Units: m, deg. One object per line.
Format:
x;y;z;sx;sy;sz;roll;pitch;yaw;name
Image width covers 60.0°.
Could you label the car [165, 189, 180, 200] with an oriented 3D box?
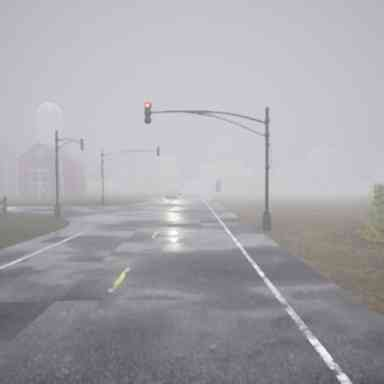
-3.352;0.482;54.105;1.882;1.535;5.008;0;3;0;car
